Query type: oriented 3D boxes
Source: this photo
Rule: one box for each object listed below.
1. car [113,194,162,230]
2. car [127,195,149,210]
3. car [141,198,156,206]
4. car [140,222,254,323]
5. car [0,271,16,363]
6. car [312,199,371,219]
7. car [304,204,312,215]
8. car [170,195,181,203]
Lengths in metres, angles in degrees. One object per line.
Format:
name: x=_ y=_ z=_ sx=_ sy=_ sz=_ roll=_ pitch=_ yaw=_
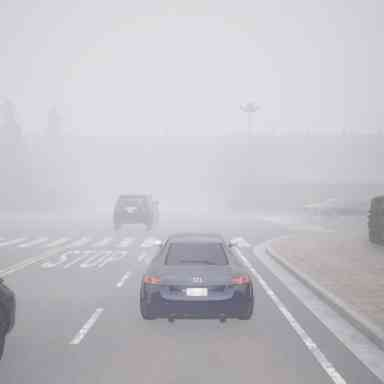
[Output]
car: x=-3.402 y=1.170 z=21.050 sx=2.150 sy=2.045 sz=5.566 roll=0 pitch=0 yaw=0
car: x=-7.095 y=1.352 z=44.246 sx=2.097 sy=1.767 sz=4.553 roll=0 pitch=0 yaw=0
car: x=-7.089 y=1.601 z=55.070 sx=1.895 sy=1.301 sz=4.718 roll=0 pitch=0 yaw=0
car: x=0.082 y=1.564 z=7.315 sx=1.994 sy=1.385 sz=4.181 roll=0 pitch=0 yaw=0
car: x=-3.402 y=1.224 z=2.026 sx=2.150 sy=2.045 sz=5.566 roll=0 pitch=0 yaw=0
car: x=13.101 y=1.436 z=27.960 sx=4.902 sy=1.511 sz=2.128 roll=0 pitch=0 yaw=0
car: x=13.193 y=1.422 z=31.455 sx=5.008 sy=1.535 sz=1.882 roll=0 pitch=0 yaw=0
car: x=-3.492 y=1.355 z=70.281 sx=2.097 sy=1.767 sz=4.553 roll=0 pitch=0 yaw=0
